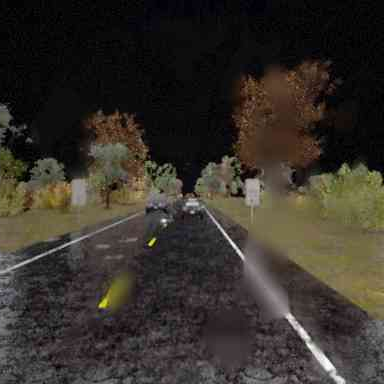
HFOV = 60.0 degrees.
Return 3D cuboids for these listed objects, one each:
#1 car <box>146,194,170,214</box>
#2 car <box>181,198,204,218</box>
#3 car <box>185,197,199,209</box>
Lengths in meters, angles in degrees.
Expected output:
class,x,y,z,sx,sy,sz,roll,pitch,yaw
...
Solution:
class,x,y,z,sx,sy,sz,roll,pitch,yaw
car,-3.547,1.179,35.392,2.150,2.045,5.566,0,0,0
car,0.043,1.478,29.537,1.812,1.442,4.674,0,0,1
car,0.046,1.482,44.720,1.812,1.442,4.674,0,0,0
